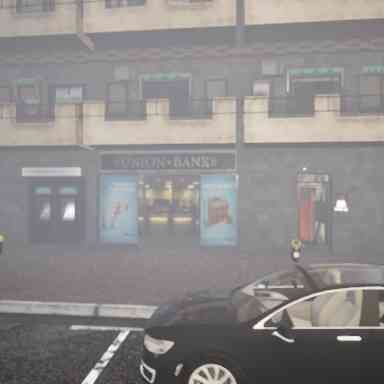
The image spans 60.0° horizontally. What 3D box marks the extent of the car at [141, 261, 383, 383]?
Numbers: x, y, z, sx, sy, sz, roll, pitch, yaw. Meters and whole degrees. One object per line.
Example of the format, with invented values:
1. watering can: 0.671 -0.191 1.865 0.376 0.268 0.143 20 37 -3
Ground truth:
1. car: 1.603 1.550 3.899 4.403 1.369 2.008 0 0 6
